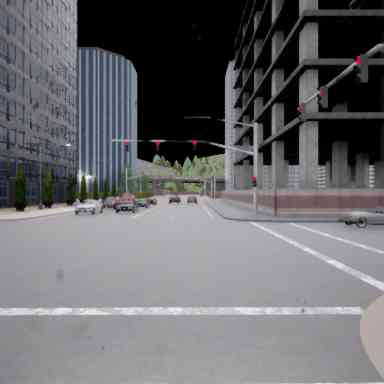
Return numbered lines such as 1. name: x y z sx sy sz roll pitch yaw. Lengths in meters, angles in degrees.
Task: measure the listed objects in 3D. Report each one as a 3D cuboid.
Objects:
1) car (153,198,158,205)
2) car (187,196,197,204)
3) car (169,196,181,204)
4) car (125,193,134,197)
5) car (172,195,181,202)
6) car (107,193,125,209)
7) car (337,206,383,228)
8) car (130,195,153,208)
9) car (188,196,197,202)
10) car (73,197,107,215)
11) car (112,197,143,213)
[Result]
1. car: -7.037 1.600 56.675 1.895 1.301 4.718 0 0 0
2. car: 0.052 1.490 64.530 2.128 1.511 4.902 0 0 0
3. car: -3.448 1.504 64.534 1.837 1.490 4.892 0 0 0
4. car: -10.553 1.221 53.759 2.150 2.045 5.566 0 0 0
5. car: -3.440 1.506 73.608 1.812 1.442 4.674 0 0 0
6. car: -10.564 1.351 43.344 2.097 1.767 4.553 0 0 0
7. car: 11.897 1.545 21.197 4.718 1.301 1.895 0 0 0
8. car: -7.061 1.563 46.635 1.994 1.385 4.181 0 0 0
9. car: 0.060 1.577 73.635 1.895 1.301 4.718 0 0 0
10. car: -10.570 1.525 34.411 1.812 1.442 4.674 0 0 0
11. car: -7.069 1.563 36.726 1.994 1.385 4.181 0 0 0
